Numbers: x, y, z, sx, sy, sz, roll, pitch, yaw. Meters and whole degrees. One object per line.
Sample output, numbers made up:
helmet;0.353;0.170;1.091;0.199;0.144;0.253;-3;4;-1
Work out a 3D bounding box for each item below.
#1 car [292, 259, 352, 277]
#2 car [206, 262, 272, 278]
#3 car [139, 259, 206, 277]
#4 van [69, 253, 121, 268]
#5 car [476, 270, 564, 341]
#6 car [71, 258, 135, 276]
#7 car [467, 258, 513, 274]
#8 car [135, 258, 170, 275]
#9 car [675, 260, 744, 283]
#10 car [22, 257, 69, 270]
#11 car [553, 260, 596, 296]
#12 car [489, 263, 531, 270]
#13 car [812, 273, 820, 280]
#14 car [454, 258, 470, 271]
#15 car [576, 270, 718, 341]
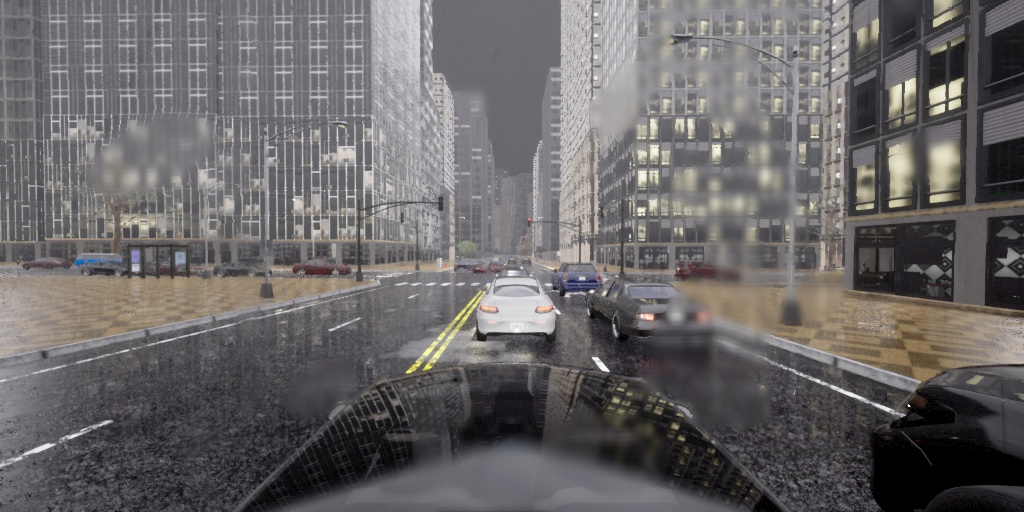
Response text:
car;-17.377;1.089;32.936;5.008;1.535;1.882;1;1;0
car;-22.727;1.174;30.301;4.313;1.339;1.948;0;0;1
car;-28.411;1.138;30.435;4.207;1.307;1.802;0;0;1
van;-45.281;0.605;39.271;3.998;1.789;1.690;0;0;1
car;0.100;1.272;9.688;1.812;1.442;4.674;0;0;0
car;-34.091;1.069;30.609;4.313;1.339;1.948;0;0;1
car;-2.312;1.218;38.463;1.994;1.385;4.181;1;1;39
car;-31.094;0.977;33.181;4.902;1.511;2.128;1;1;1
car;16.198;1.269;29.767;5.009;1.841;2.192;0;0;1
car;-50.963;0.793;39.388;4.207;1.307;1.802;0;0;1
car;3.353;1.093;19.215;2.097;1.767;4.553;0;0;0
car;0.102;1.288;18.933;2.033;1.411;5.357;0;0;0
car;27.647;1.579;29.569;4.829;1.417;1.751;0;0;1
car;-6.616;1.068;49.285;2.097;1.767;4.553;0;0;1
car;3.353;1.293;9.829;2.033;1.411;5.357;0;0;0
